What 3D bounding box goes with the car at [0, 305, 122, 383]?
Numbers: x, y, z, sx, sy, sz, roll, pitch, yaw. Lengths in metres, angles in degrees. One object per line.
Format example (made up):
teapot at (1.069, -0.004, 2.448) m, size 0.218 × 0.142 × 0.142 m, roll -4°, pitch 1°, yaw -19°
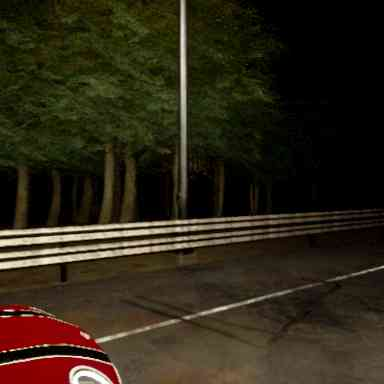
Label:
car at (-2.635, 1.349, 1.822) m, size 4.553 × 1.767 × 2.097 m, roll 0°, pitch 0°, yaw -36°
